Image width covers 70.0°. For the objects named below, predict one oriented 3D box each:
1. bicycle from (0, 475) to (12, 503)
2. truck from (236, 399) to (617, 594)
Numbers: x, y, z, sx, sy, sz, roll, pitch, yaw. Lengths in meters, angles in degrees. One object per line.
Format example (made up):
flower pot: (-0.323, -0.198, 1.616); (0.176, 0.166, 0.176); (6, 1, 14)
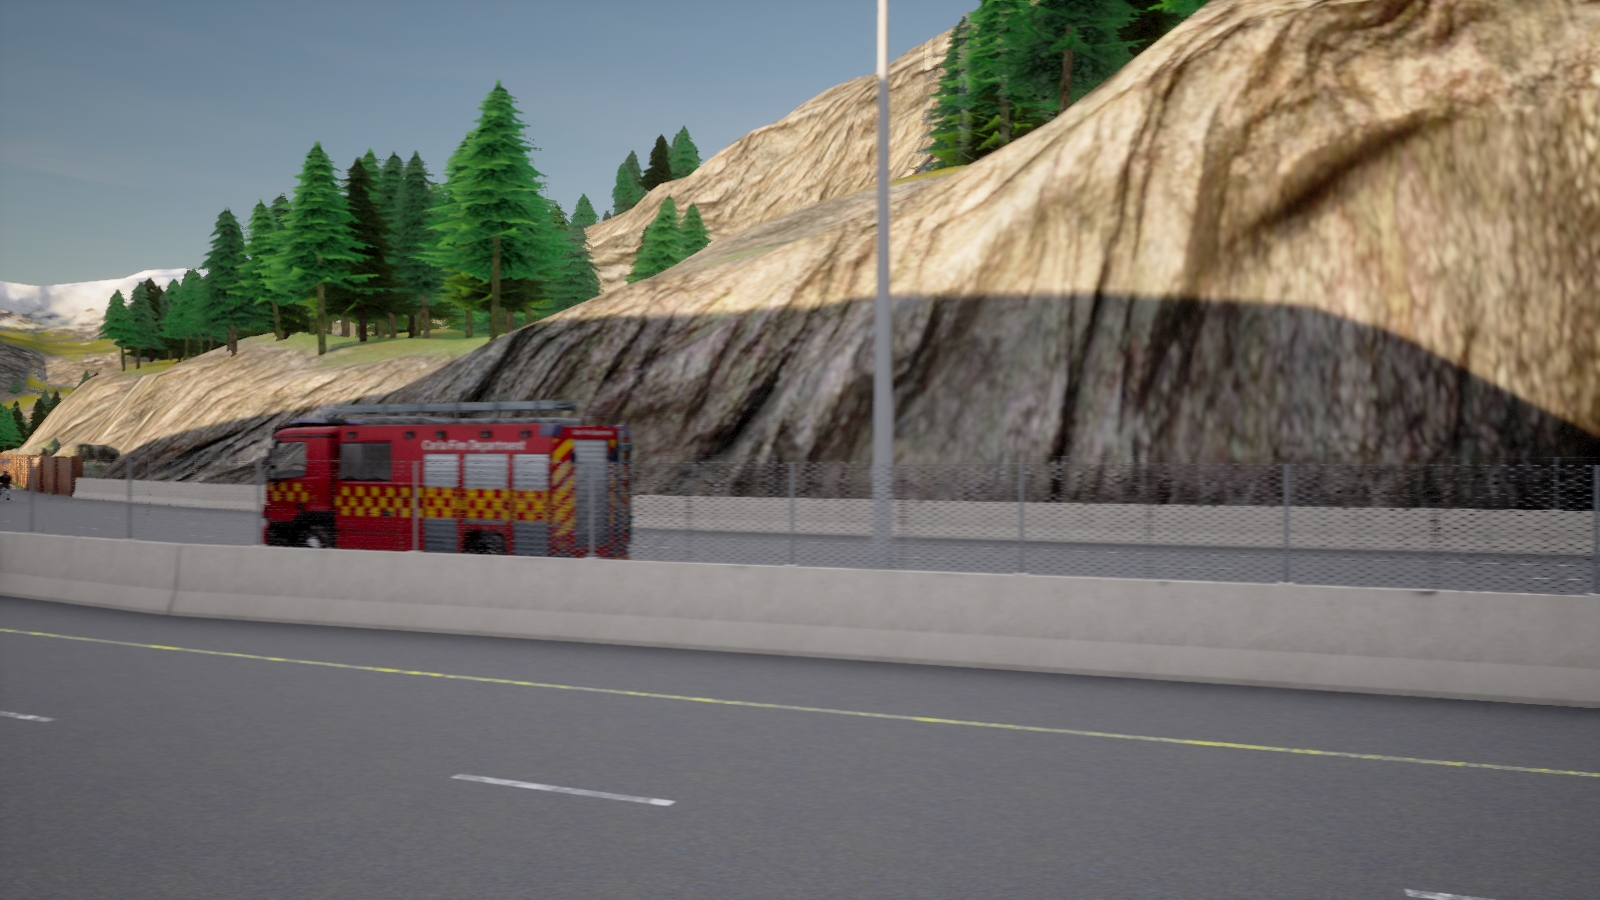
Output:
bicycle: (-42.851, 2.085, 61.522); (1.835, 1.489, 0.329); (0, 0, 42)
truck: (-8.456, 0.909, 25.599); (8.468, 3.827, 2.891); (0, 0, 25)
